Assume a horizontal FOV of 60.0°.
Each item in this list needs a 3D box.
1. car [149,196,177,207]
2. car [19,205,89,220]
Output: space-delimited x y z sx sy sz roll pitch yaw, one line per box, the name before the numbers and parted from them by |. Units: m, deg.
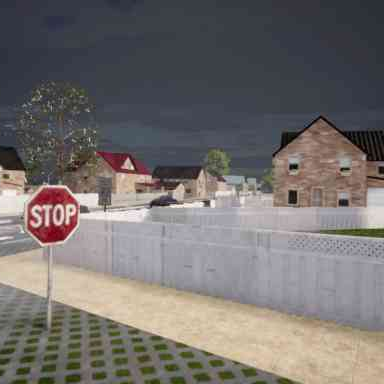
car | -3.536 1.228 42.017 2.033 1.411 5.357 2 1 18
car | -9.621 1.367 23.852 2.033 1.411 5.357 2 1 19
